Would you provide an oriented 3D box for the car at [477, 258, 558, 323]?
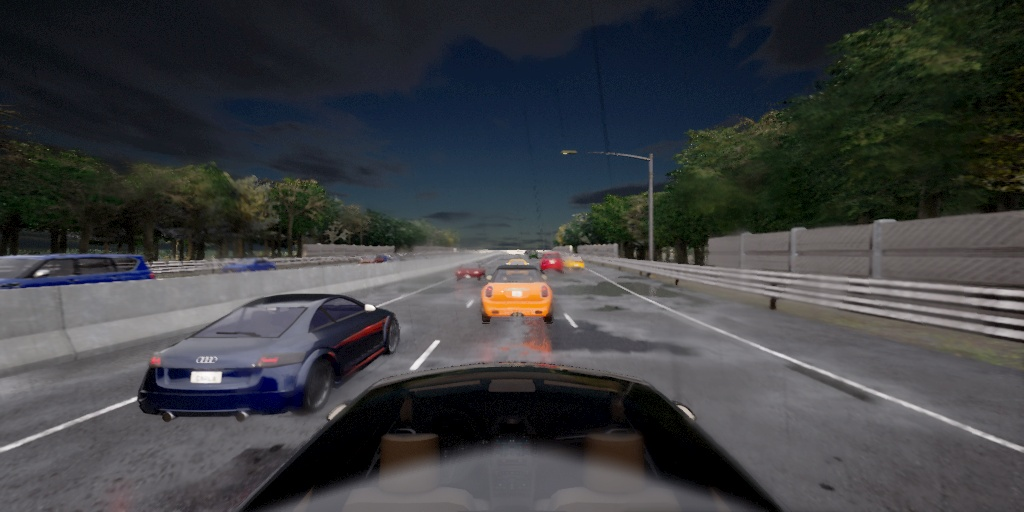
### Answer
[{"bbox_3d":[0.165,1.064,12.184,2.097,1.767,4.553,0,0,0],"label":"car"}]

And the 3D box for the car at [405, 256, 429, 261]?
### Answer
[{"bbox_3d":[-13.239,0.748,51.794,2.128,1.511,4.902,0,1,2],"label":"car"}]

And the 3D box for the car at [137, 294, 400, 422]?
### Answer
[{"bbox_3d":[-3.378,1.306,5.977,1.994,1.385,4.181,0,0,0],"label":"car"}]

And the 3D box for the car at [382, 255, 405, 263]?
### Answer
[{"bbox_3d":[-16.735,0.821,51.904,1.994,1.385,4.181,0,1,2],"label":"car"}]

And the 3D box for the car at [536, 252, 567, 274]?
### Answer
[{"bbox_3d":[4.011,0.704,37.138,2.150,2.045,5.566,0,1,1],"label":"car"}]

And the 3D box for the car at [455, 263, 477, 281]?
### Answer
[{"bbox_3d":[-3.092,1.192,27.976,1.895,1.301,4.718,0,1,1],"label":"car"}]

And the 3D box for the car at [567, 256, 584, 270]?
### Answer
[{"bbox_3d":[7.521,0.866,43.398,1.882,1.535,5.008,0,1,3],"label":"car"}]

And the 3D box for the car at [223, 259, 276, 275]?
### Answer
[{"bbox_3d":[-23.483,1.034,32.277,1.882,1.535,5.008,0,1,-2],"label":"car"}]

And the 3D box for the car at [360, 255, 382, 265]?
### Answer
[{"bbox_3d":[-20.229,0.609,52.039,2.097,1.767,4.553,0,1,2],"label":"car"}]

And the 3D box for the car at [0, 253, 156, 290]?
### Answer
[{"bbox_3d":[-14.053,0.940,10.729,2.150,2.045,5.566,0,0,0],"label":"car"}]

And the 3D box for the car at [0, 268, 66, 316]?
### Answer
[{"bbox_3d":[-17.549,1.223,10.906,1.837,1.490,4.892,0,0,1],"label":"car"}]

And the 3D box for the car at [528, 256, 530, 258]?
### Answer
[{"bbox_3d":[0.477,1.033,31.121,1.882,1.535,5.008,0,1,1],"label":"car"}]
